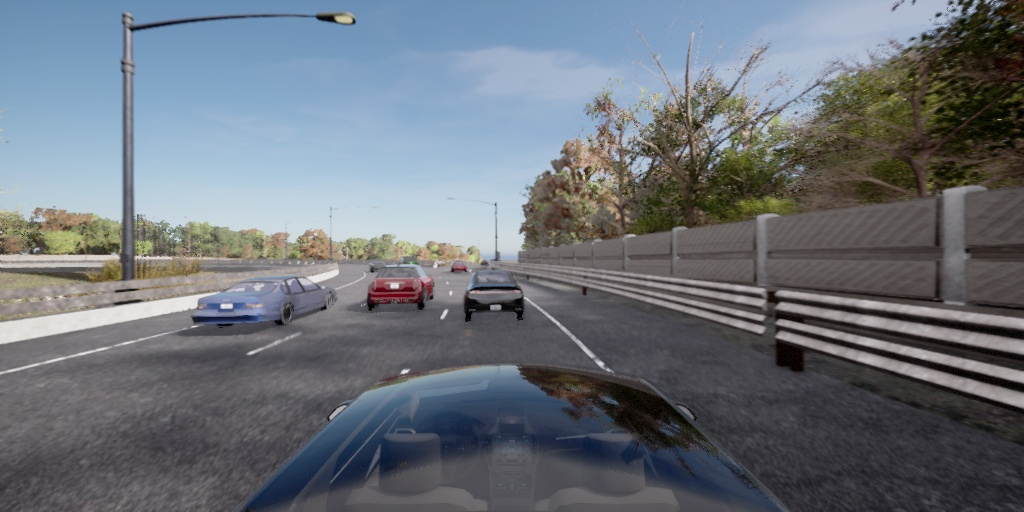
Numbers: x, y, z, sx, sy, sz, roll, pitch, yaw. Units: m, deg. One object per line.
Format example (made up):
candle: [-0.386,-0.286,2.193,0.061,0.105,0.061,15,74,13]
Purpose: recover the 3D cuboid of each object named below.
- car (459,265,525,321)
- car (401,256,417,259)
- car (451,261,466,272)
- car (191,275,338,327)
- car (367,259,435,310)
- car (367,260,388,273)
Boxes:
car: [-0.700,1.254,12.605,2.128,1.511,4.902,0,0,-6]
car: [-13.677,1.062,47.070,2.150,2.045,5.566,0,0,-24]
car: [-7.085,1.381,48.067,1.994,1.385,4.181,0,0,-8]
car: [-7.560,1.334,11.682,2.033,1.411,5.357,0,0,-6]
car: [-4.523,1.131,15.197,2.097,1.767,4.553,0,0,-7]
car: [-18.034,1.350,48.002,2.128,1.511,4.902,0,0,-26]
